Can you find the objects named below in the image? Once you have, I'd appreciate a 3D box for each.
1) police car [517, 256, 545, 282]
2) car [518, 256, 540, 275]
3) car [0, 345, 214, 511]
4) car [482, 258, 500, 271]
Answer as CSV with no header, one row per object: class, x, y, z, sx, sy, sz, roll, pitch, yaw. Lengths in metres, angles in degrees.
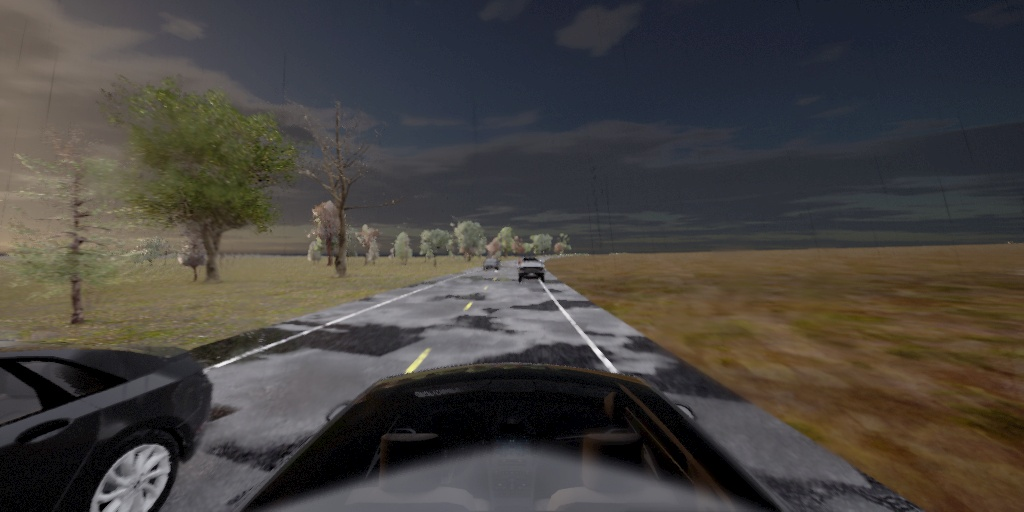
police car,1.412,1.025,27.013,1.930,1.638,5.238,0,0,2
car,1.762,0.890,36.833,2.097,1.767,4.553,0,0,2
car,-3.587,1.250,1.166,1.837,1.490,4.892,0,0,0
car,-2.495,0.988,44.244,1.837,1.490,4.892,0,0,3
